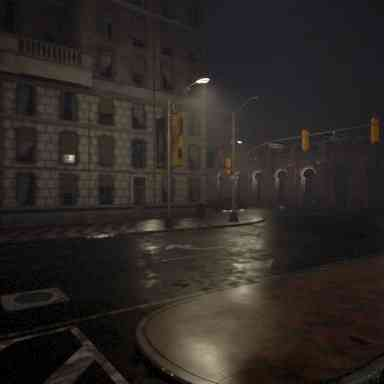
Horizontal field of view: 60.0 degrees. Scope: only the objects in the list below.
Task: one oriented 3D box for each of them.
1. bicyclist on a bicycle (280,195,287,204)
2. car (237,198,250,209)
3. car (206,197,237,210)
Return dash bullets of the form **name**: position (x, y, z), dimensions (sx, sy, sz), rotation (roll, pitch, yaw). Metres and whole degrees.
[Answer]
- **bicyclist on a bicycle**: position (15.552, 1.300, 56.504), dimensions (1.656, 1.620, 0.582), rotation (0, 0, -36)
- **car**: position (5.729, 1.505, 45.396), dimensions (1.837, 1.490, 4.892), rotation (0, 0, -36)
- **car**: position (2.929, 1.547, 43.285), dimensions (2.033, 1.411, 5.357), rotation (0, 0, -36)
